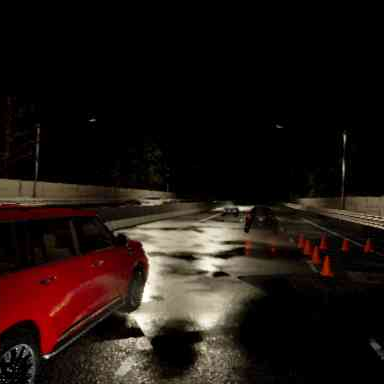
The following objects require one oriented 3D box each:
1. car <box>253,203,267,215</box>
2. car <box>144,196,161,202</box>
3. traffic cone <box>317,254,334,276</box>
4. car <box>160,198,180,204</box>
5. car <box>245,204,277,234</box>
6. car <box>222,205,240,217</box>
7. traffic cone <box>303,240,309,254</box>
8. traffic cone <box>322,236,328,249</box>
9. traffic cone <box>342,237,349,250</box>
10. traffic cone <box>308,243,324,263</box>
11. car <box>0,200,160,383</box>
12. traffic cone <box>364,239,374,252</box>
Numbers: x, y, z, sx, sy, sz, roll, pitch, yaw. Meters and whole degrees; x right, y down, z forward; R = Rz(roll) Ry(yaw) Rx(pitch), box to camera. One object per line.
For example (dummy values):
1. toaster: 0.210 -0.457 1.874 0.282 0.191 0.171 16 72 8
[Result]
1. car: 10.019 2.530 49.416 1.882 1.535 5.008 2 -1 11
2. car: -6.650 1.712 55.977 2.150 2.045 5.566 2 -1 12
3. traffic cone: 4.175 2.251 10.295 0.340 0.580 0.340 2 -1 11
4. car: -3.216 2.110 55.390 2.128 1.511 4.902 2 -1 12
5. car: 4.887 1.847 23.572 2.097 1.767 4.553 2 -1 11
6. car: 4.872 2.287 41.475 2.033 1.411 5.357 2 -1 11
7. traffic cone: 4.954 2.331 14.218 0.340 0.580 0.340 2 -1 11
8. traffic cone: 6.325 2.408 15.984 0.340 0.580 0.340 2 -1 11
9. traffic cone: 7.304 2.443 15.788 0.340 0.580 0.340 2 -1 11
10. traffic cone: 4.565 2.291 12.257 0.340 0.580 0.340 2 -1 11
11. car: -2.396 1.189 4.848 2.150 2.045 5.566 2 -1 11
12. traffic cone: 8.284 2.479 15.593 0.340 0.580 0.340 2 -1 11
